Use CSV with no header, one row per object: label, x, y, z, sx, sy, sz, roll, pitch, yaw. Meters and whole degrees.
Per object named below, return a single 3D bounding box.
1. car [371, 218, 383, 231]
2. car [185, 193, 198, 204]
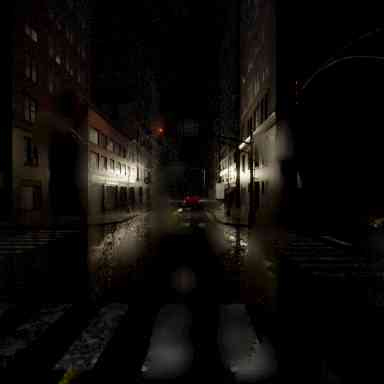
car,12.380,1.514,18.047,4.829,1.417,1.752,0,0,0
car,-0.045,1.184,60.453,2.150,2.045,5.566,0,0,0
